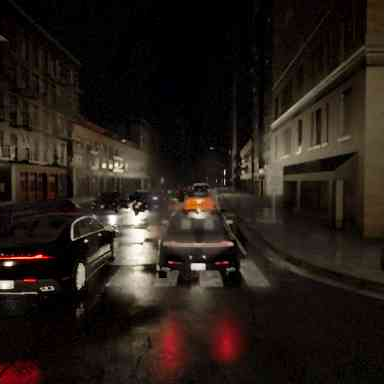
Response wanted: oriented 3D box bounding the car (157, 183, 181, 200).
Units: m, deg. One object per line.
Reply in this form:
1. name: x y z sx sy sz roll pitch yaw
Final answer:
1. car: -2.124 0.055 36.933 2.150 2.045 5.566 0 2 4

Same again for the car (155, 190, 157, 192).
1. car: -4.445 0.063 50.513 1.895 1.301 4.718 0 2 4

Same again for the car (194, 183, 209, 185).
1. car: 1.082 0.081 36.126 2.150 2.045 5.566 0 2 4

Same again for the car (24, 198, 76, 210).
1. car: -6.434 1.051 15.238 1.812 1.442 4.674 0 2 2

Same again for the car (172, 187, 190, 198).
1. car: -1.432 0.059 46.974 2.033 1.411 5.357 0 2 4

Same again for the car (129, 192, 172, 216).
1. car: -2.752 0.878 23.103 1.895 1.301 4.718 0 2 2

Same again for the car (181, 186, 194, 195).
1. car: -0.767 -0.293 56.548 1.837 1.490 4.892 0 2 4

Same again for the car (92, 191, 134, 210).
1. car: -6.086 0.713 25.270 1.837 1.490 4.892 0 2 3

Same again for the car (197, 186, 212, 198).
1. car: 1.792 0.005 46.482 1.882 1.535 5.008 0 2 4

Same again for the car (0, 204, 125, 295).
1. car: -3.109 1.253 7.998 1.837 1.490 4.892 0 1 0

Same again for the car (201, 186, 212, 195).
1. car: 2.475 -0.265 56.325 1.812 1.442 4.674 0 2 4

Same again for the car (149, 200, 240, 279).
1. car: 0.150 1.209 9.082 2.128 1.511 4.902 0 2 1

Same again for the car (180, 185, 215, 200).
1. car: 0.550 0.605 23.869 2.097 1.767 4.553 0 2 2

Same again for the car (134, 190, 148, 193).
1. car: -5.529 0.489 35.254 1.895 1.301 4.718 0 2 4
